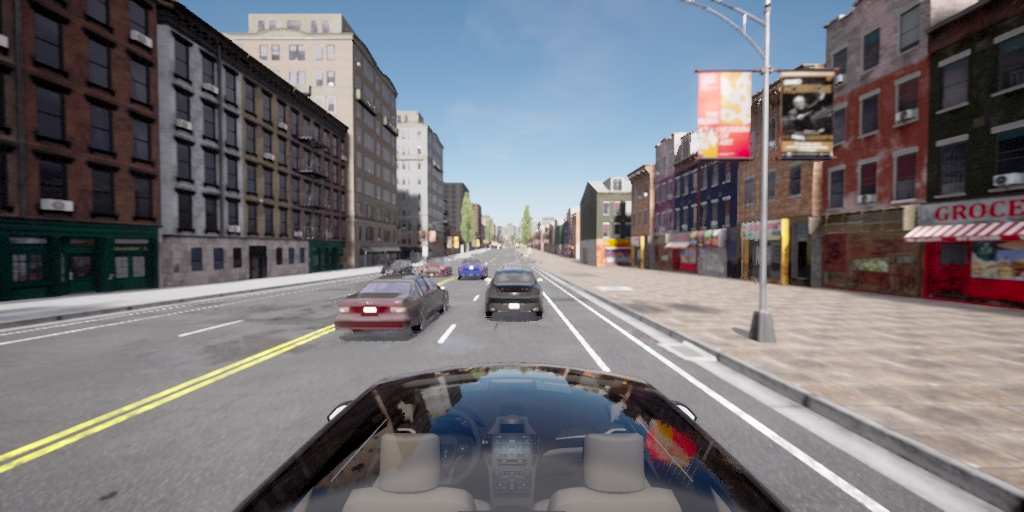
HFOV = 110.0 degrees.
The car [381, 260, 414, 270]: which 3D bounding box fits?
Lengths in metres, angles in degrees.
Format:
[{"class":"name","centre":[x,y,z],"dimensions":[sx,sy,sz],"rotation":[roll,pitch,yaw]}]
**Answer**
[{"class":"car","centre":[-9.863,1.096,31.167],"dimensions":[1.837,1.490,4.892],"rotation":[0,0,0]}]

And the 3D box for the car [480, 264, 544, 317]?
[{"class":"car","centre":[0.073,1.192,12.813],"dimensions":[1.837,1.490,4.892],"rotation":[0,0,0]}]

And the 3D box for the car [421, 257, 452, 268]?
[{"class":"car","centre":[-6.613,0.938,31.697],"dimensions":[2.097,1.767,4.553],"rotation":[0,0,0]}]

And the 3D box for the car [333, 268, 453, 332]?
[{"class":"car","centre":[-3.187,1.245,10.588],"dimensions":[2.033,1.411,5.357],"rotation":[0,0,0]}]

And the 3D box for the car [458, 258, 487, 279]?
[{"class":"car","centre":[-3.177,0.950,30.006],"dimensions":[2.097,1.767,4.553],"rotation":[0,0,0]}]
